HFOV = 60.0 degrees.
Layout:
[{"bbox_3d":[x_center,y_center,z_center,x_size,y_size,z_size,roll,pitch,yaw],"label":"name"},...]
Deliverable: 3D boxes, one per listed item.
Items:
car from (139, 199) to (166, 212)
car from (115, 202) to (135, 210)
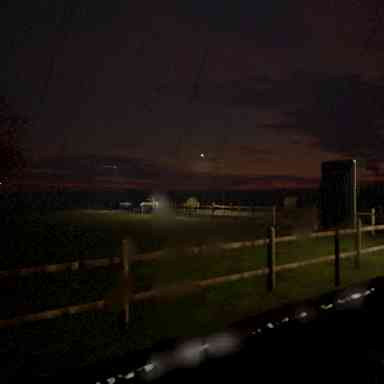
[{"bbox_3d":[-6.347,2.080,53.006,2.150,2.045,5.566,0,-1,-36],"label":"car"},{"bbox_3d":[-12.427,2.617,61.788,2.033,1.411,5.357,0,-1,-34],"label":"car"}]
